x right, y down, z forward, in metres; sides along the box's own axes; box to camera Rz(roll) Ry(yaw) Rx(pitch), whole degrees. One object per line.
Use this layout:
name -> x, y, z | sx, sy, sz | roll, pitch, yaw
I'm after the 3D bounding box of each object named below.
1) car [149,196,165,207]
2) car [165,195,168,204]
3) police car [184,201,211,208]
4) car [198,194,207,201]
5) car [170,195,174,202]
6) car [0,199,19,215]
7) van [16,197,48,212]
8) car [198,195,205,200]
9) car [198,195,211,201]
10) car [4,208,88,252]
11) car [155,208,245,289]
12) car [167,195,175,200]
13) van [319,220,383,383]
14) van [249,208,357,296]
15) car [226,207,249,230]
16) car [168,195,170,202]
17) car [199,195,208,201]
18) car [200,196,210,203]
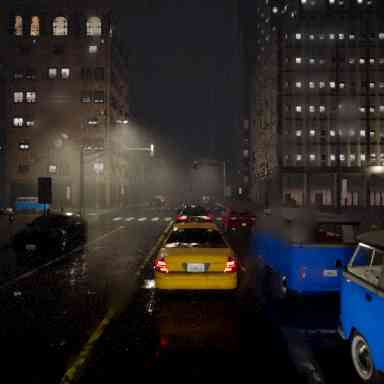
car -> -5.681, 1.577, 51.932 | 1.802, 1.307, 4.206 | 1, 0, 0
car -> -5.678, 1.430, 57.585 | 1.967, 1.590, 4.097 | 1, 0, 0
police car -> 0.104, 1.507, 19.414 | 2.038, 1.542, 4.974 | 0, 0, 0
car -> 2.701, 1.402, 85.841 | 1.967, 1.590, 4.097 | 1, 0, 0
car -> -5.681, 1.524, 74.538 | 2.008, 1.369, 4.403 | 1, 0, 0
car -> -19.844, 1.623, 32.420 | 4.403, 1.369, 2.008 | 0, 0, 1
van -> -19.736, 1.529, 40.802 | 3.998, 1.788, 1.690 | 0, 0, 1
car -> 2.700, 1.481, 91.662 | 1.752, 1.417, 4.829 | 1, 0, 0
car -> 2.700, 1.535, 63.234 | 2.008, 1.369, 4.403 | 1, 0, 0
car -> -5.680, 1.569, 13.917 | 1.947, 1.339, 4.313 | 1, 0, 0
car -> 0.097, 1.459, 9.094 | 1.801, 1.575, 5.366 | 0, 0, 0
car -> -5.681, 1.481, 91.323 | 1.752, 1.417, 4.829 | 1, 0, 0
van -> 2.703, 1.342, 2.758 | 1.690, 1.788, 3.998 | 1, 0, 0
van -> 2.703, 1.344, 8.334 | 1.690, 1.788, 3.998 | 1, 0, 0
car -> 2.700, 1.547, 19.488 | 1.887, 1.381, 4.507 | 1, 0, 0
car -> -5.681, 1.566, 63.235 | 1.802, 1.307, 4.206 | 1, 0, 0
car -> 2.700, 1.518, 80.188 | 2.008, 1.369, 4.403 | 1, 0, 0
car -> 2.700, 1.524, 68.886 | 1.887, 1.381, 4.507 | 1, 0, 0
